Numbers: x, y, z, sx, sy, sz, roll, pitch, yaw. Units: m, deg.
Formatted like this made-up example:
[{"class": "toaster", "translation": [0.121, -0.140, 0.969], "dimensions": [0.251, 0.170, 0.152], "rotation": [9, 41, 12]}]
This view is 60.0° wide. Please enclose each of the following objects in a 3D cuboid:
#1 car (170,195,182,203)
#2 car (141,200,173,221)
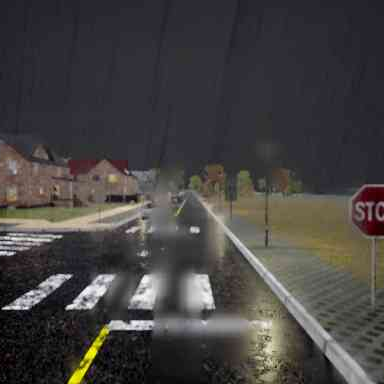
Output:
[{"class": "car", "translation": [-2.869, 1.252, 60.820], "dimensions": [2.128, 1.511, 4.902], "rotation": [0, 0, 0]}, {"class": "car", "translation": [-2.801, 1.506, 26.148], "dimensions": [1.895, 1.301, 4.718], "rotation": [0, 0, 0]}]
